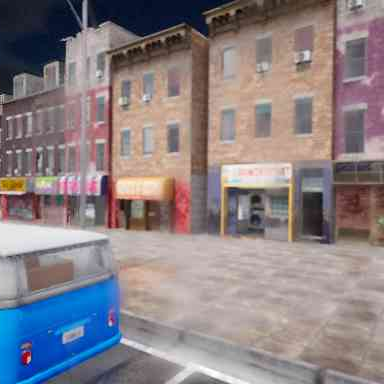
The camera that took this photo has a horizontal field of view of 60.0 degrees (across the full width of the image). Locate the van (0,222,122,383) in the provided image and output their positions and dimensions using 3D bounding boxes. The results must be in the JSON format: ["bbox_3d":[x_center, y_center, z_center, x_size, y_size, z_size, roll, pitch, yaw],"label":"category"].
[{"bbox_3d":[-2.841,1.376,4.811,3.998,1.788,1.690,0,1,36],"label":"van"}]
